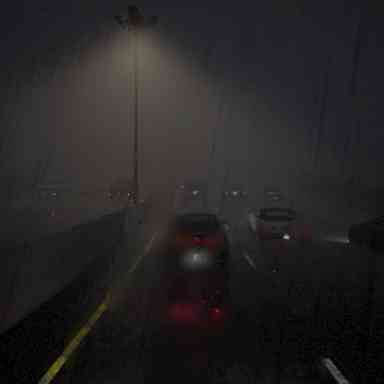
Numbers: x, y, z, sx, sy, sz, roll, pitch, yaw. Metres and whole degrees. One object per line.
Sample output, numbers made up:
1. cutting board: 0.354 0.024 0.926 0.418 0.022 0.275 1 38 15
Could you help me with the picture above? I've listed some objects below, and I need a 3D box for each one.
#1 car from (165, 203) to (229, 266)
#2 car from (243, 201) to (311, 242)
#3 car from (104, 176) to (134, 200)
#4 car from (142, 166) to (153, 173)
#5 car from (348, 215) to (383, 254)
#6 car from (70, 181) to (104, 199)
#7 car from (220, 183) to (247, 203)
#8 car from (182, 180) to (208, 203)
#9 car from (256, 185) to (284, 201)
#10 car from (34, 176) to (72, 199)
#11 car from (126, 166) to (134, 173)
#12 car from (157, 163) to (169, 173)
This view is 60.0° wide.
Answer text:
1. car: 0.151 1.396 11.152 1.837 1.490 4.892 0 2 1
2. car: 3.694 1.362 15.114 1.895 1.301 4.718 0 2 1
3. car: -6.861 -0.480 33.794 2.150 2.045 5.566 0 7 0
4. car: -9.969 -5.023 74.310 1.895 1.301 4.718 0 7 0
5. car: 7.158 1.455 11.461 1.994 1.385 4.181 0 2 0
6. car: -10.360 -0.243 33.940 1.882 1.535 5.008 0 7 0
7. car: 3.810 -0.059 31.236 2.097 1.767 4.553 0 6 1
8. car: 0.306 -0.110 30.441 2.150 2.045 5.566 0 6 1
9. car: 7.313 0.057 31.509 2.128 1.511 4.902 0 6 1
10. car: -13.861 -0.495 33.861 2.150 2.045 5.566 0 7 0
11. car: -13.469 -5.128 74.353 1.837 1.490 4.892 0 7 0
12. car: -6.469 -5.384 74.241 2.150 2.045 5.566 0 7 0
